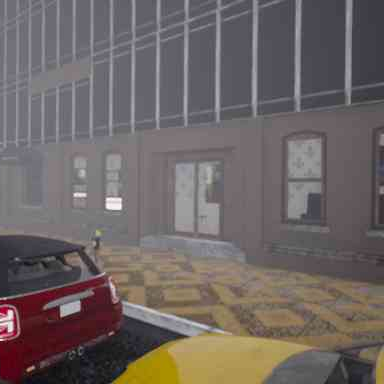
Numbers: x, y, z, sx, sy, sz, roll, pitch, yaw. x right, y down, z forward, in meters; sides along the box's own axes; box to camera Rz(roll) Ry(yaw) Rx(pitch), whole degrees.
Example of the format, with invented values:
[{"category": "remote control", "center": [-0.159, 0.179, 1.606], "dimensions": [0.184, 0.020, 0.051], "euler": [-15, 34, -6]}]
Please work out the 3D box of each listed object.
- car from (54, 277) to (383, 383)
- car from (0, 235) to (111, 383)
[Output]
[{"category": "car", "center": [1.426, 1.527, 1.850], "dimensions": [4.829, 1.417, 1.752], "euler": [1, 1, 36]}, {"category": "car", "center": [-3.004, 1.375, 5.069], "dimensions": [4.097, 1.590, 1.967], "euler": [1, 1, 36]}]
